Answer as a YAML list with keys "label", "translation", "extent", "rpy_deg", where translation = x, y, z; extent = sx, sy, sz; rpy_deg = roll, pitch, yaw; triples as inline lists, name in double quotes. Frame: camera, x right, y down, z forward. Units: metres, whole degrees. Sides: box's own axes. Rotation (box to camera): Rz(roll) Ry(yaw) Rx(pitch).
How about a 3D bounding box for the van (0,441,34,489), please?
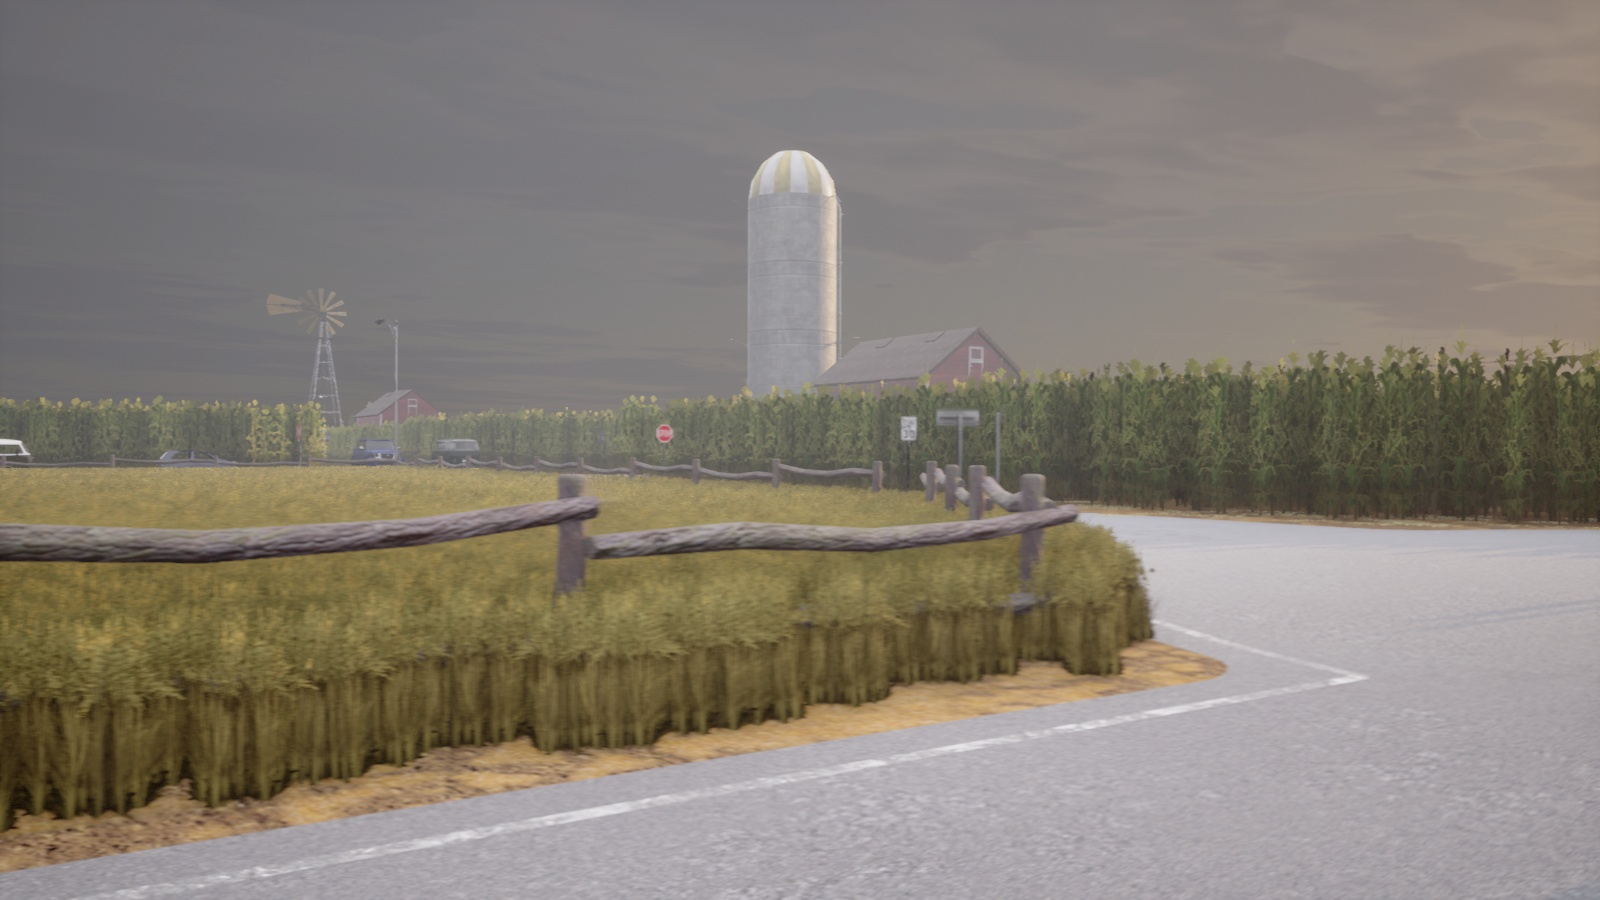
- label: "van"
  translation: [-35.153, 0.650, 53.352]
  extent: [4.480, 2.038, 2.069]
  rpy_deg: [0, 0, -31]

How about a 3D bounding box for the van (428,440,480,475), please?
- label: "van"
  translation: [-20.083, 0.443, 72.765]
  extent: [1.775, 1.987, 4.442]
  rpy_deg: [0, -1, -31]

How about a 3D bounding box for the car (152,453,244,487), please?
- label: "car"
  translation: [-27.751, 0.884, 57.876]
  extent: [3.633, 1.501, 1.845]
  rpy_deg: [-1, 0, -31]

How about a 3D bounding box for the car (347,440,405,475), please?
- label: "car"
  translation: [-25.683, 0.446, 76.025]
  extent: [2.150, 2.045, 5.566]
  rpy_deg: [0, 0, -31]
